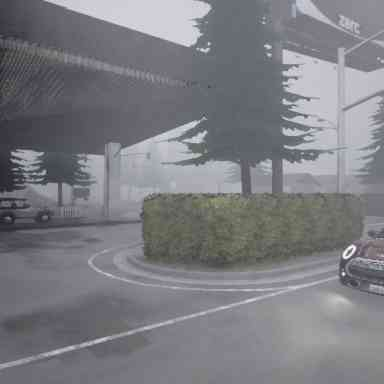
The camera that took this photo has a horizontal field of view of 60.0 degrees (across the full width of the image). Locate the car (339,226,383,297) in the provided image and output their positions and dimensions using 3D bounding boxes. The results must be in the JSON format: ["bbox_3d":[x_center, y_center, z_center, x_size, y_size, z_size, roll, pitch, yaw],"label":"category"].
[{"bbox_3d":[5.536,1.354,7.965,4.553,1.767,2.097,0,0,-36],"label":"car"}]

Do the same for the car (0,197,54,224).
[{"bbox_3d":[-11.961,1.313,23.491,3.866,1.878,1.905,0,0,-36],"label":"car"}]
